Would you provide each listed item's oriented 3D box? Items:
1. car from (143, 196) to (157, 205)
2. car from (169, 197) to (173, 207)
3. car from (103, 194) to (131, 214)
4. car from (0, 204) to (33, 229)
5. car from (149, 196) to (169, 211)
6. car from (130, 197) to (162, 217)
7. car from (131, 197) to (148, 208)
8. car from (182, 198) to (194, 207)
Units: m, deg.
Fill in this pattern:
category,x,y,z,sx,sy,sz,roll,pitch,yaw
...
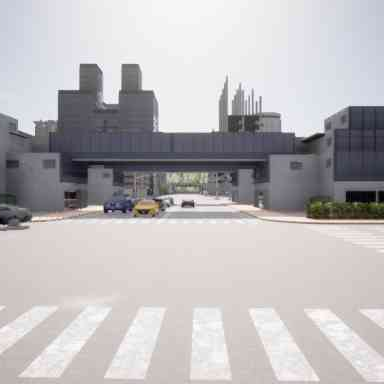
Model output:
category,x,y,z,sx,sy,sz,roll,pitch,yaw
car,-7.751,1.561,61.701,1.812,1.442,4.674,0,0,0
car,-4.266,1.558,50.361,1.812,1.442,4.674,0,0,0
car,-7.771,1.248,35.362,2.150,2.045,5.566,0,0,0
car,-12.654,1.514,20.770,4.902,1.511,2.128,0,1,-25
car,-4.275,1.534,41.100,1.837,1.490,4.892,0,0,0
car,-4.269,1.504,31.665,1.882,1.535,5.008,0,0,0
car,-7.751,1.557,49.900,1.812,1.442,4.674,0,0,0
car,-0.589,1.633,51.378,1.895,1.301,4.718,0,0,0
